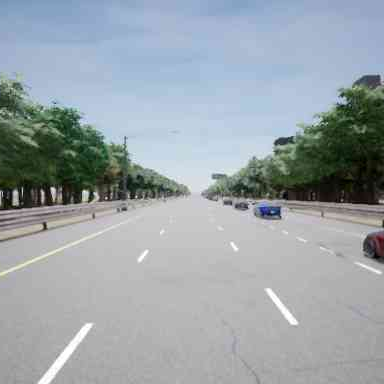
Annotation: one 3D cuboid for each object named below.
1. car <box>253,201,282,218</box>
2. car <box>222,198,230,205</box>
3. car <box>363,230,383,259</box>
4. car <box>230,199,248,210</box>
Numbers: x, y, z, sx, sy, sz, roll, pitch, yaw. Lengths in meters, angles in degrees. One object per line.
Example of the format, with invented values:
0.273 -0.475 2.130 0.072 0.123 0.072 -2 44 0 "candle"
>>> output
7.066 1.634 31.572 1.882 1.535 5.008 0 -1 0 "car"
7.283 2.011 68.804 1.812 1.442 4.674 0 -1 0 "car"
7.009 1.579 10.009 1.994 1.385 4.181 0 0 0 "car"
7.150 1.825 49.127 1.812 1.442 4.674 0 -1 0 "car"
